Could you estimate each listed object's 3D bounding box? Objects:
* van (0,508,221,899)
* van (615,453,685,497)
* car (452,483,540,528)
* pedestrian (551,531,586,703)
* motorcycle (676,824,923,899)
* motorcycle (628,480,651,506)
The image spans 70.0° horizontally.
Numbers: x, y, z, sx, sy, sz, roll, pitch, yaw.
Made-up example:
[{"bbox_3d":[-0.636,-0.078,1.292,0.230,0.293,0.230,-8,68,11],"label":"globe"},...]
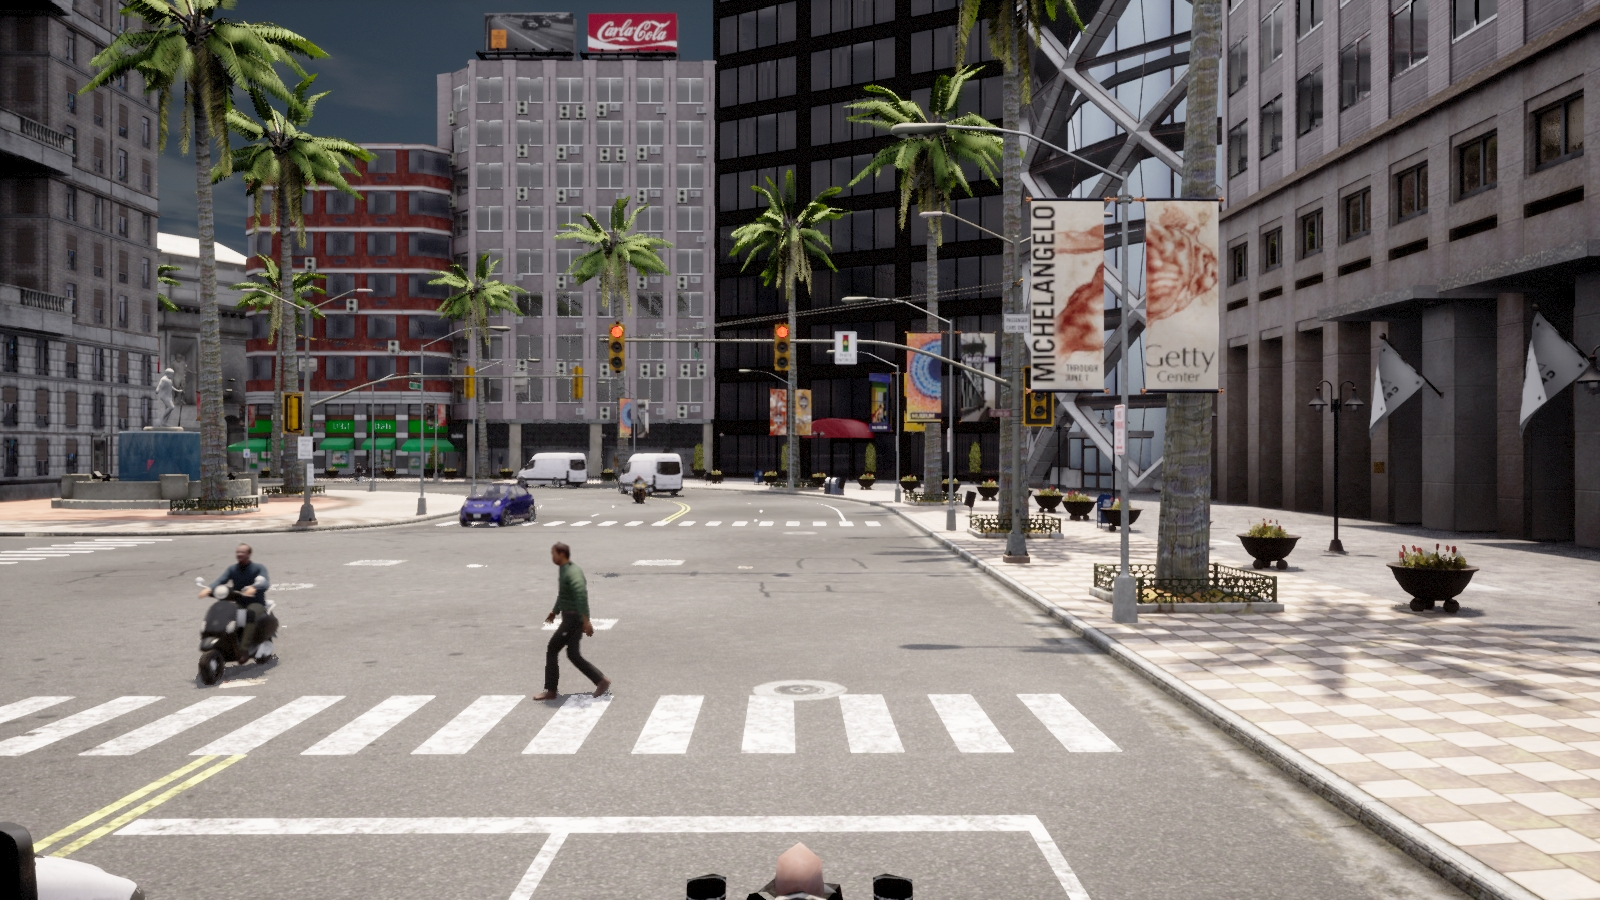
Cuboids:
[{"bbox_3d":[-3.507,1.533,1.998,1.988,2.561,5.915,0,0,0],"label":"van"},{"bbox_3d":[-9.285,1.507,70.056,1.988,2.561,5.915,1,0,-32],"label":"van"},{"bbox_3d":[-11.221,2.021,42.435,1.845,1.501,3.633,0,0,9],"label":"car"},{"bbox_3d":[-2.580,1.843,12.726,0.375,1.860,0.375,0,0,-10],"label":"pedestrian"},{"bbox_3d":[-0.001,2.203,3.717,0.867,1.251,2.209,0,0,0],"label":"motorcycle"},{"bbox_3d":[-8.267,2.182,58.811,0.867,1.251,2.209,-1,0,-15],"label":"motorcycle"}]
